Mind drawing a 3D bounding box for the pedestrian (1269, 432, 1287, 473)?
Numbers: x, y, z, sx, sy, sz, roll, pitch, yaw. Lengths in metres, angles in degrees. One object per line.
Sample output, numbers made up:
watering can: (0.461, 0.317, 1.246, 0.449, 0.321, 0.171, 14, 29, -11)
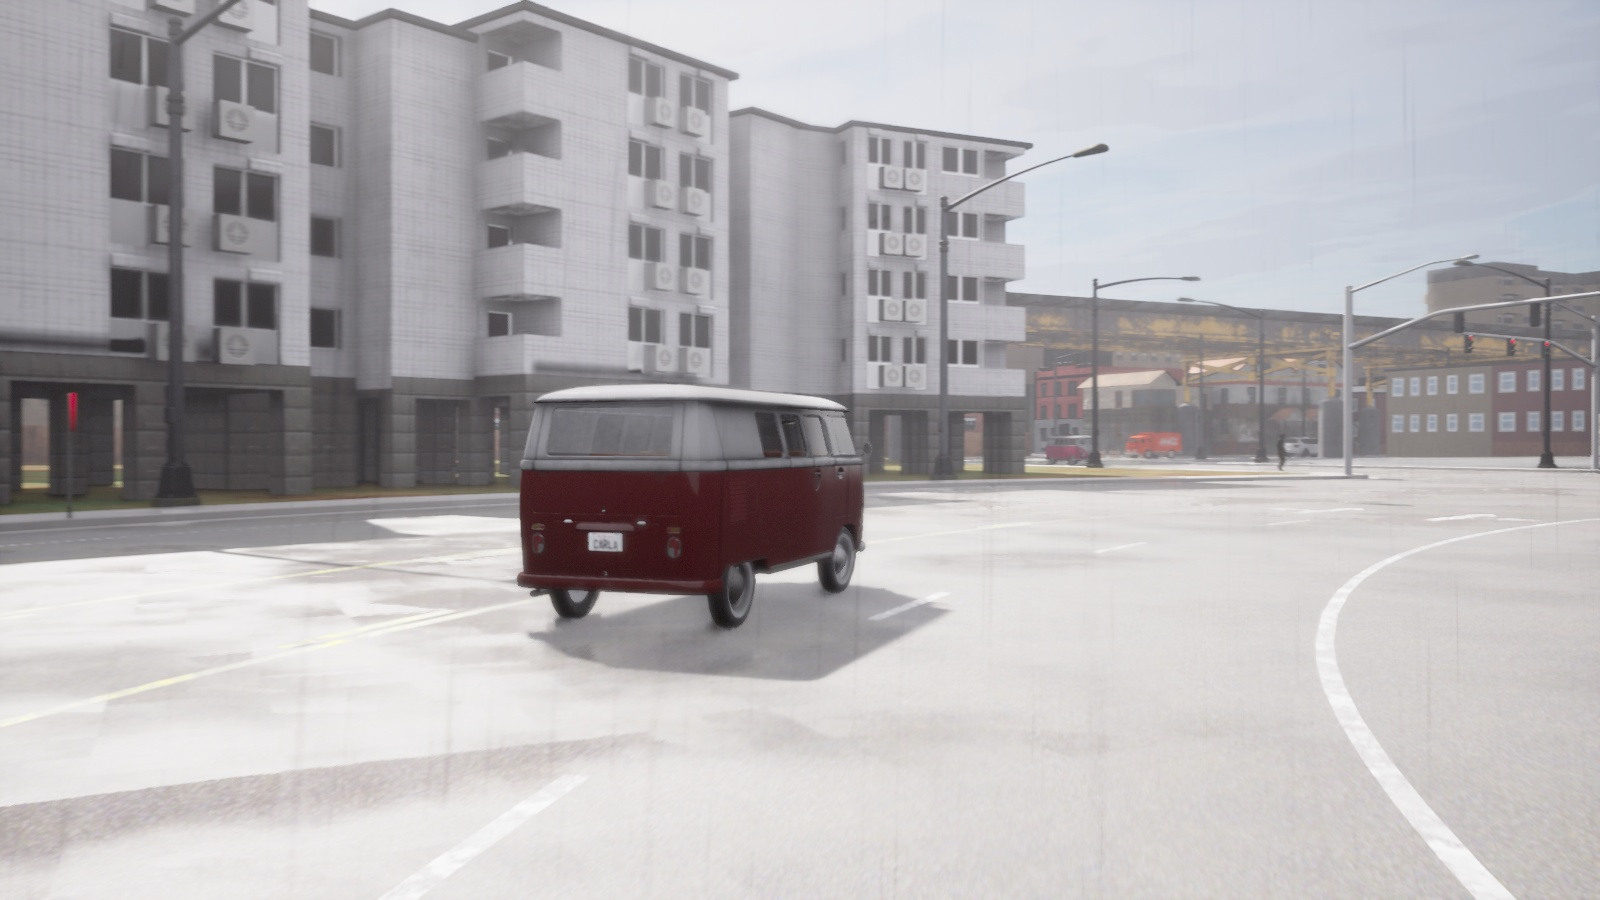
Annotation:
pedestrian: (22.383, 0.119, 58.792, 0.395, 1.930, 0.692, 0, 0, -29)

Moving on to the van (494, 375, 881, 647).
van: (-0.765, 0.432, 11.570, 1.775, 1.987, 4.442, 0, 0, 21)

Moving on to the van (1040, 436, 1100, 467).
van: (17.911, 0.066, 83.380, 1.775, 1.987, 4.442, 0, 0, -21)
